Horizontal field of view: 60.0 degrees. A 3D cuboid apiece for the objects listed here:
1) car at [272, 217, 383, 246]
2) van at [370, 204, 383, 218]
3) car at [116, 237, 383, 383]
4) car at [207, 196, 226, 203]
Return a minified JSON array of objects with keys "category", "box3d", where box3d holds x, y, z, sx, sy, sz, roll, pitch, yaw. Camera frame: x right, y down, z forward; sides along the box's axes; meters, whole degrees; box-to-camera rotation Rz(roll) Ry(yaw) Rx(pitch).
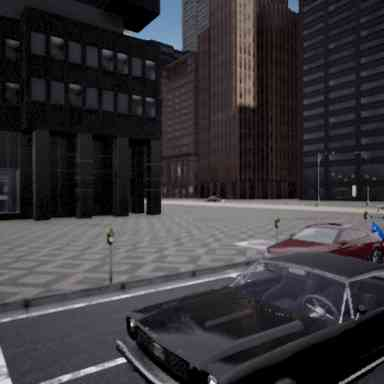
[{"category":"car","box3d":[3.827,1.557,9.387,4.206,1.307,1.802,0,0,-36]},{"category":"van","box3d":[8.446,1.299,12.687,3.998,1.788,1.690,0,0,-36]},{"category":"car","box3d":[1.485,1.590,4.440,4.718,1.301,1.895,0,0,-36]},{"category":"car","box3d":[4.894,1.551,67.249,1.812,1.442,4.674,0,0,-36]}]
